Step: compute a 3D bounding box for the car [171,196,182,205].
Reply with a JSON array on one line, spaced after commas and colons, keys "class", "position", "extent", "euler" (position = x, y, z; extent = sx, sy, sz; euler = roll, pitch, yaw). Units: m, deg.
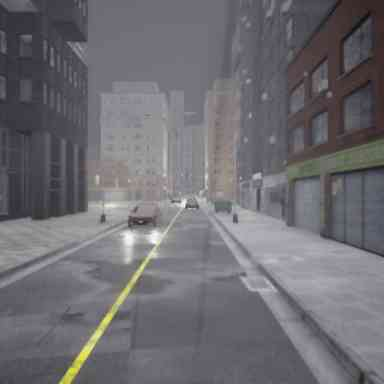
[{"class": "car", "position": [-2.994, 1.611, 64.842], "extent": [1.882, 1.535, 5.008], "euler": [0, 0, 0]}]

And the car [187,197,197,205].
[{"class": "car", "position": [-0.031, 1.744, 65.013], "extent": [1.812, 1.442, 4.674], "euler": [0, 0, -1]}]

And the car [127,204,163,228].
[{"class": "car", "position": [-3.096, 1.535, 22.603], "extent": [1.882, 1.535, 5.008], "euler": [0, 0, 0]}]

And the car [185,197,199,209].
[{"class": "car", "position": [0.041, 1.715, 48.216], "extent": [1.994, 1.385, 4.181], "euler": [0, 0, 1]}]

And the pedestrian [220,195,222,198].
[{"class": "pedestrian", "position": [3.138, 1.242, 36.455], "extent": [0.375, 1.860, 0.375], "euler": [0, 0, -10]}]
